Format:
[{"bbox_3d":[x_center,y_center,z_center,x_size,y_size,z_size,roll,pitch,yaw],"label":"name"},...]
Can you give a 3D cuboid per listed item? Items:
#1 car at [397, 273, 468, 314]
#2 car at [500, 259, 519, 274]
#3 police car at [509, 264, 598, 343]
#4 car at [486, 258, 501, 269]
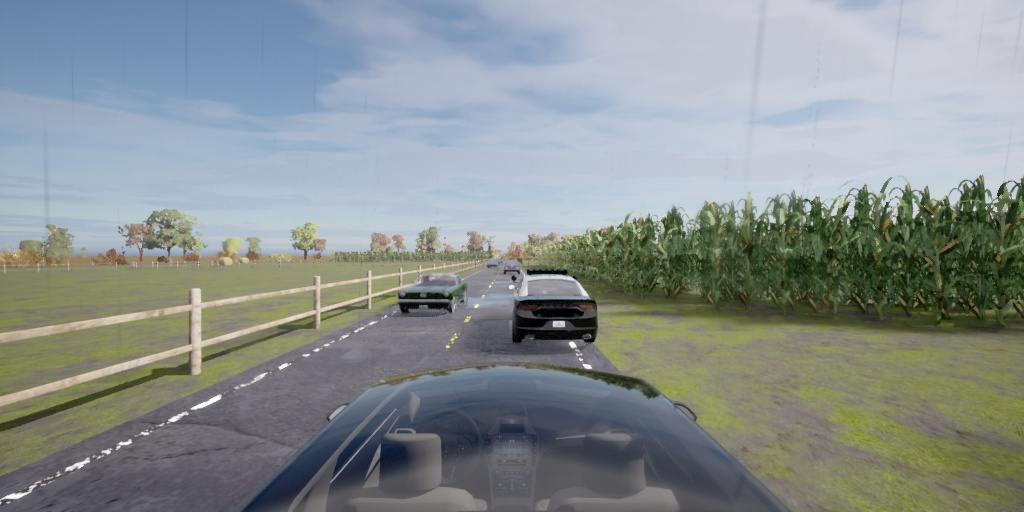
[{"bbox_3d":[-2.883,1.350,13.873,1.895,1.301,4.718,0,0,0],"label":"car"},{"bbox_3d":[-0.017,1.298,40.681,2.033,1.411,5.357,0,0,0],"label":"car"},{"bbox_3d":[0.942,1.175,9.840,1.930,1.638,5.238,0,0,0],"label":"police car"},{"bbox_3d":[-2.988,1.299,56.451,2.033,1.411,5.357,0,0,0],"label":"car"}]
